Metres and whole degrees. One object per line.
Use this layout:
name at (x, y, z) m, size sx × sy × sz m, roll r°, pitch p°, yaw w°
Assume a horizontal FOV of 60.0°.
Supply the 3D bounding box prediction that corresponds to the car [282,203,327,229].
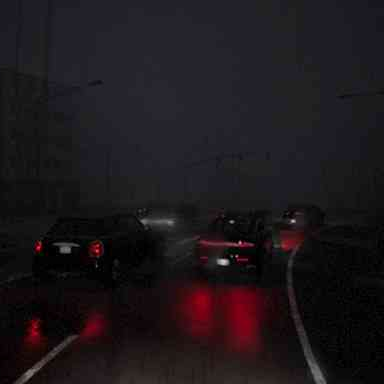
car at (7.549, 1.515, 22.136) m, size 1.837 × 1.490 × 4.892 m, roll 0°, pitch 0°, yaw 35°

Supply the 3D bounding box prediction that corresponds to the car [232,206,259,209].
car at (3.825, 1.615, 22.952) m, size 1.895 × 1.301 × 4.718 m, roll 0°, pitch 0°, yaw 35°

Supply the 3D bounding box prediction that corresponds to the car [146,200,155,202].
car at (-3.548, 1.526, 30.978) m, size 1.837 × 1.490 × 4.892 m, roll 0°, pitch -1°, yaw 36°

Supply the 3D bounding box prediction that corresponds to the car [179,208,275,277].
car at (1.480, 1.498, 10.453) m, size 2.128 × 1.511 × 4.902 m, roll 0°, pitch 0°, yaw 17°

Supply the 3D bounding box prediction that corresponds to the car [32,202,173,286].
car at (-2.383, 1.359, 9.774) m, size 2.097 × 1.767 × 4.553 m, roll 0°, pitch 0°, yaw 15°

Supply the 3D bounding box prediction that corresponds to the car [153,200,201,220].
car at (-0.991, 1.582, 28.546) m, size 1.994 × 1.385 × 4.181 m, roll 0°, pitch 0°, yaw 36°
